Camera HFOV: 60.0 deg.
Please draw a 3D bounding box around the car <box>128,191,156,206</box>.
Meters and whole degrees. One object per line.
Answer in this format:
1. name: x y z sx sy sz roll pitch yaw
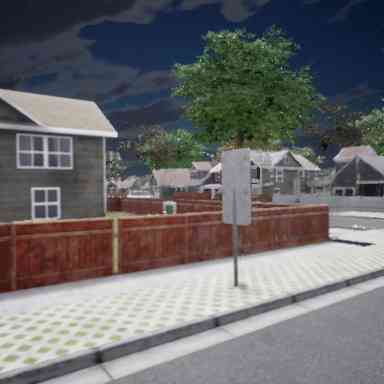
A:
1. car: -6.682 0.856 44.194 2.150 2.045 5.566 -1 1 -34
